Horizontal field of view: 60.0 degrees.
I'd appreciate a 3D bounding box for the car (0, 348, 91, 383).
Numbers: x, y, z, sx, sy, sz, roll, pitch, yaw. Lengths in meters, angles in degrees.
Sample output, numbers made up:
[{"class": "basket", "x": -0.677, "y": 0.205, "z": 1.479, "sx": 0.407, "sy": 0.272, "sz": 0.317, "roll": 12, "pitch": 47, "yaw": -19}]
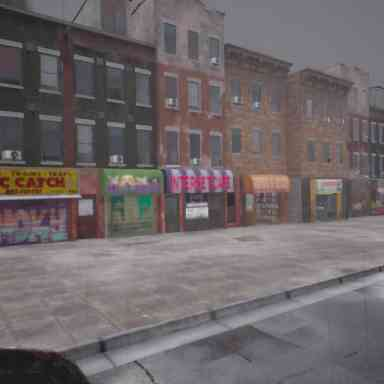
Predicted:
[{"class": "car", "x": -2.385, "y": 1.564, "z": 1.458, "sx": 4.181, "sy": 1.385, "sz": 1.994, "roll": 0, "pitch": 0, "yaw": -35}]
